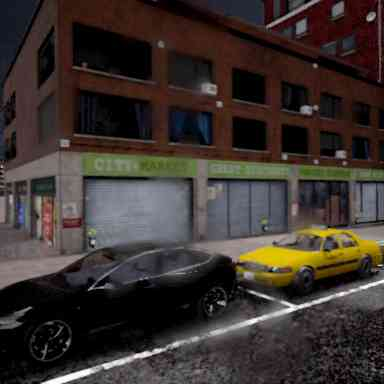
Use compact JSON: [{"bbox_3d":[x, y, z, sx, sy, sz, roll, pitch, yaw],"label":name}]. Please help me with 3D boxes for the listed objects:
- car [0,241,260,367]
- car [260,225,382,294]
[{"bbox_3d":[-1.103,1.585,5.791,4.313,1.339,1.947,1,-1,-35],"label":"car"},{"bbox_3d":[3.255,1.592,8.901,4.829,1.417,1.752,1,-1,-35],"label":"car"}]
